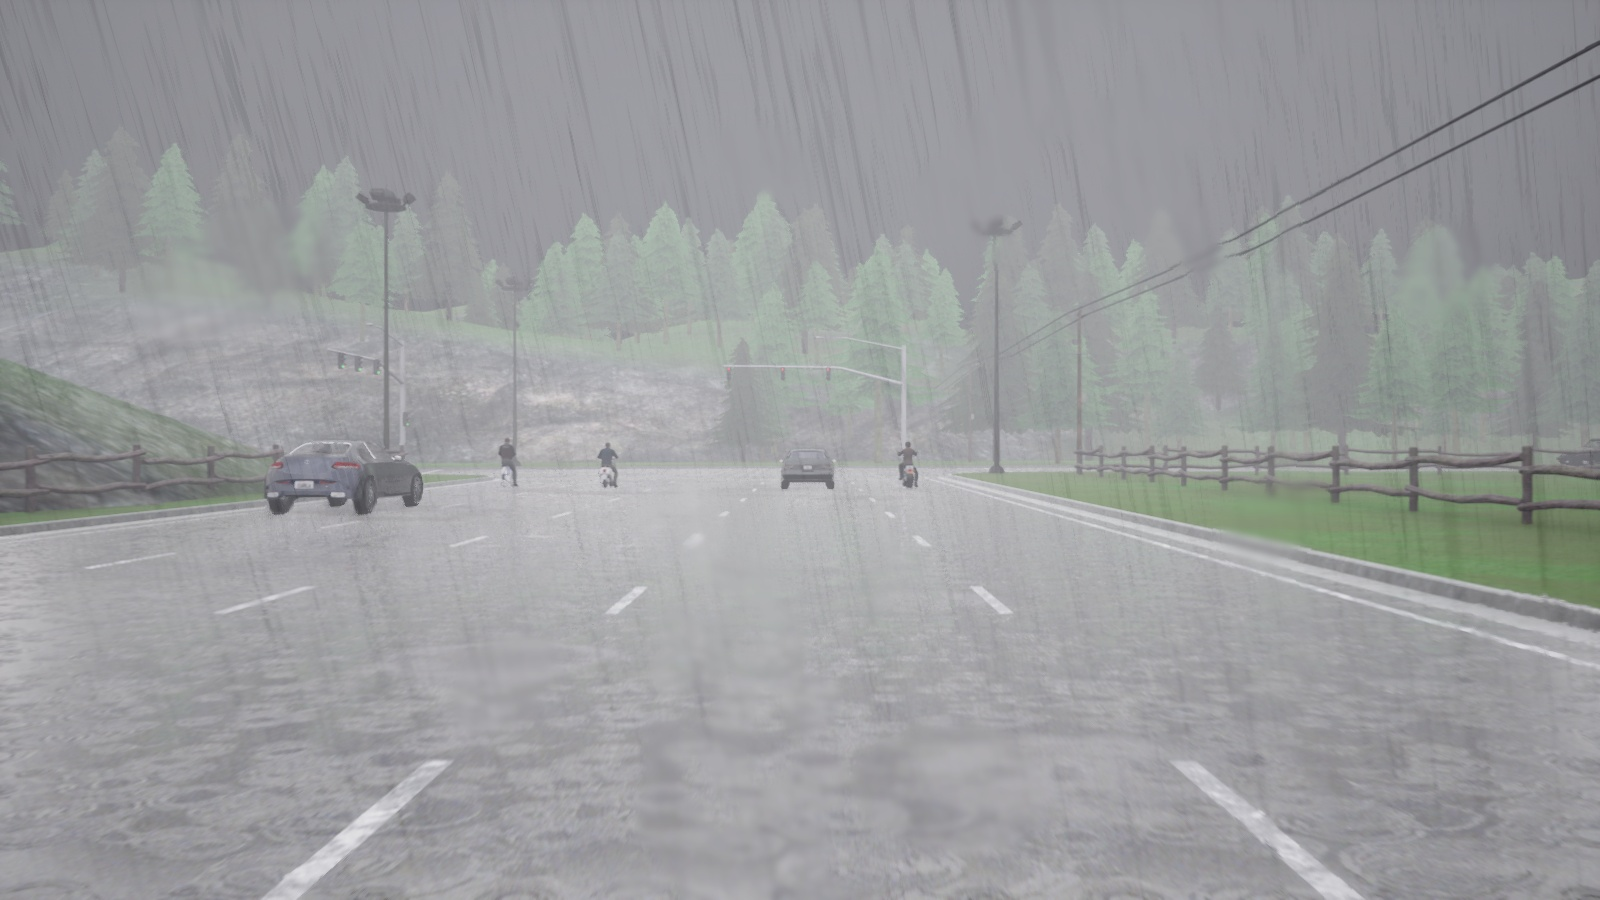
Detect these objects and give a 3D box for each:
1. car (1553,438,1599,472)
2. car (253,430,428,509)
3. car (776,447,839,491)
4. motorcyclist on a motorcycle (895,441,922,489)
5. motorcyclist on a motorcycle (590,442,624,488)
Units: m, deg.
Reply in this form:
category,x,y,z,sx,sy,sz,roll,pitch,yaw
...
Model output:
category,x,y,z,sx,sy,sz,roll,pitch,yaw
car,44.881,0.279,70.667,3.866,1.878,1.905,0,0,1
car,-10.321,0.395,28.690,2.152,1.651,5.027,0,0,0
car,0.263,0.610,43.453,2.033,1.411,5.357,0,0,0
motorcyclist on a motorcycle,3.766,0.514,43.840,0.766,1.649,2.350,0,0,0
motorcyclist on a motorcycle,-6.734,0.508,43.892,0.866,1.590,1.817,0,0,0
